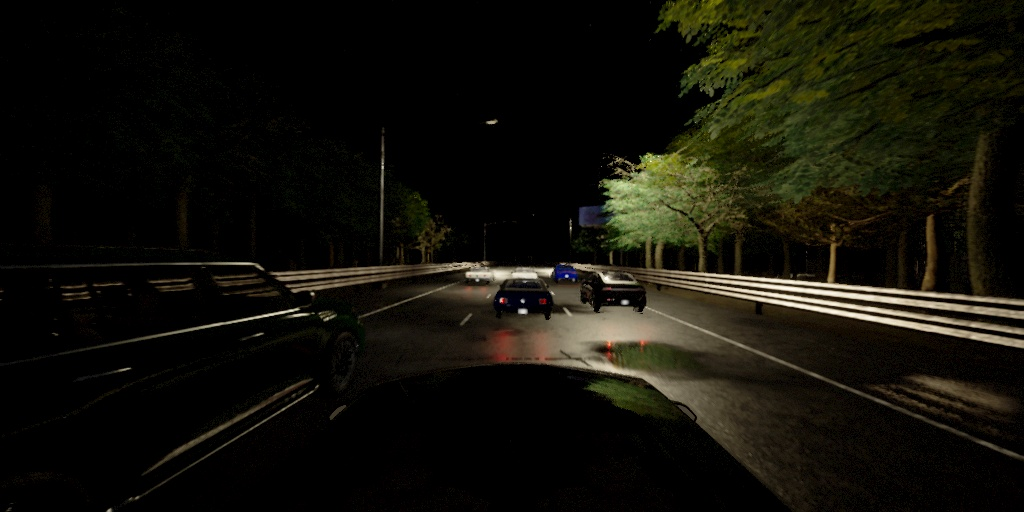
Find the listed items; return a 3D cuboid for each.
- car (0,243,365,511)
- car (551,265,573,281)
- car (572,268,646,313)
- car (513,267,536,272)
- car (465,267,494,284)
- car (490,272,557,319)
[{"bbox_3d":[-3.434,0.931,3.224,2.150,2.045,5.566,1,0,2],"label":"car"},{"bbox_3d":[4.603,1.530,31.977,1.882,1.535,5.008,1,-1,2],"label":"car"},{"bbox_3d":[3.988,1.390,14.766,2.128,1.511,4.902,1,0,2],"label":"car"},{"bbox_3d":[0.991,1.578,28.919,1.895,1.301,4.718,1,-1,2],"label":"car"},{"bbox_3d":[-2.506,1.533,29.075,1.895,1.301,4.718,1,-1,2],"label":"car"},{"bbox_3d":[0.432,1.444,13.353,1.895,1.301,4.718,1,0,2],"label":"car"}]
